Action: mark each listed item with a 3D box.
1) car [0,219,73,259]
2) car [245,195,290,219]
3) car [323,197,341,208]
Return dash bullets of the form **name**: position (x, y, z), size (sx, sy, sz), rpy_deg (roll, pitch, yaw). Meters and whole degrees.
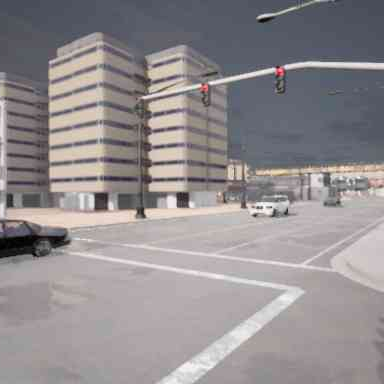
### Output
- **car**: position (-6.748, 1.634, 11.148), size (2.033, 1.411, 5.357), rpy_deg (0, 0, 35)
- **car**: position (7.428, 1.328, 31.171), size (2.150, 2.045, 5.566), rpy_deg (0, 0, 35)
- **car**: position (21.599, 1.529, 51.182), size (1.837, 1.490, 4.892), rpy_deg (0, 0, 35)
